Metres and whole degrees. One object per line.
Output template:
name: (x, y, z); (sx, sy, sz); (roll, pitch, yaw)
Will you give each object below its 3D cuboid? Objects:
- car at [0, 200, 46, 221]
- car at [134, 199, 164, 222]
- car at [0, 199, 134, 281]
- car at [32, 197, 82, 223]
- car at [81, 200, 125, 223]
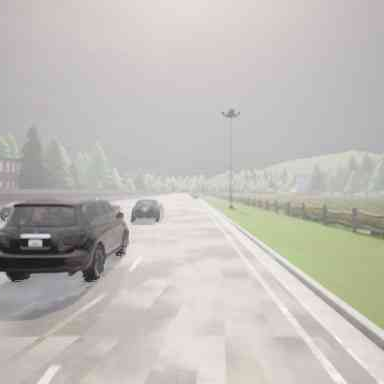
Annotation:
car: (-13.912, 1.483, 27.385); (1.812, 1.442, 4.674); (0, 0, 0)
car: (-3.401, 1.312, 26.101); (2.097, 1.767, 4.553); (0, 0, 0)
car: (-3.401, 1.206, 9.910); (2.150, 2.045, 5.566); (0, 0, 0)
car: (-10.401, 1.312, 26.109); (2.097, 1.767, 4.553); (0, 0, 0)
car: (-6.901, 1.451, 26.365); (2.128, 1.511, 4.902); (0, 0, 0)
